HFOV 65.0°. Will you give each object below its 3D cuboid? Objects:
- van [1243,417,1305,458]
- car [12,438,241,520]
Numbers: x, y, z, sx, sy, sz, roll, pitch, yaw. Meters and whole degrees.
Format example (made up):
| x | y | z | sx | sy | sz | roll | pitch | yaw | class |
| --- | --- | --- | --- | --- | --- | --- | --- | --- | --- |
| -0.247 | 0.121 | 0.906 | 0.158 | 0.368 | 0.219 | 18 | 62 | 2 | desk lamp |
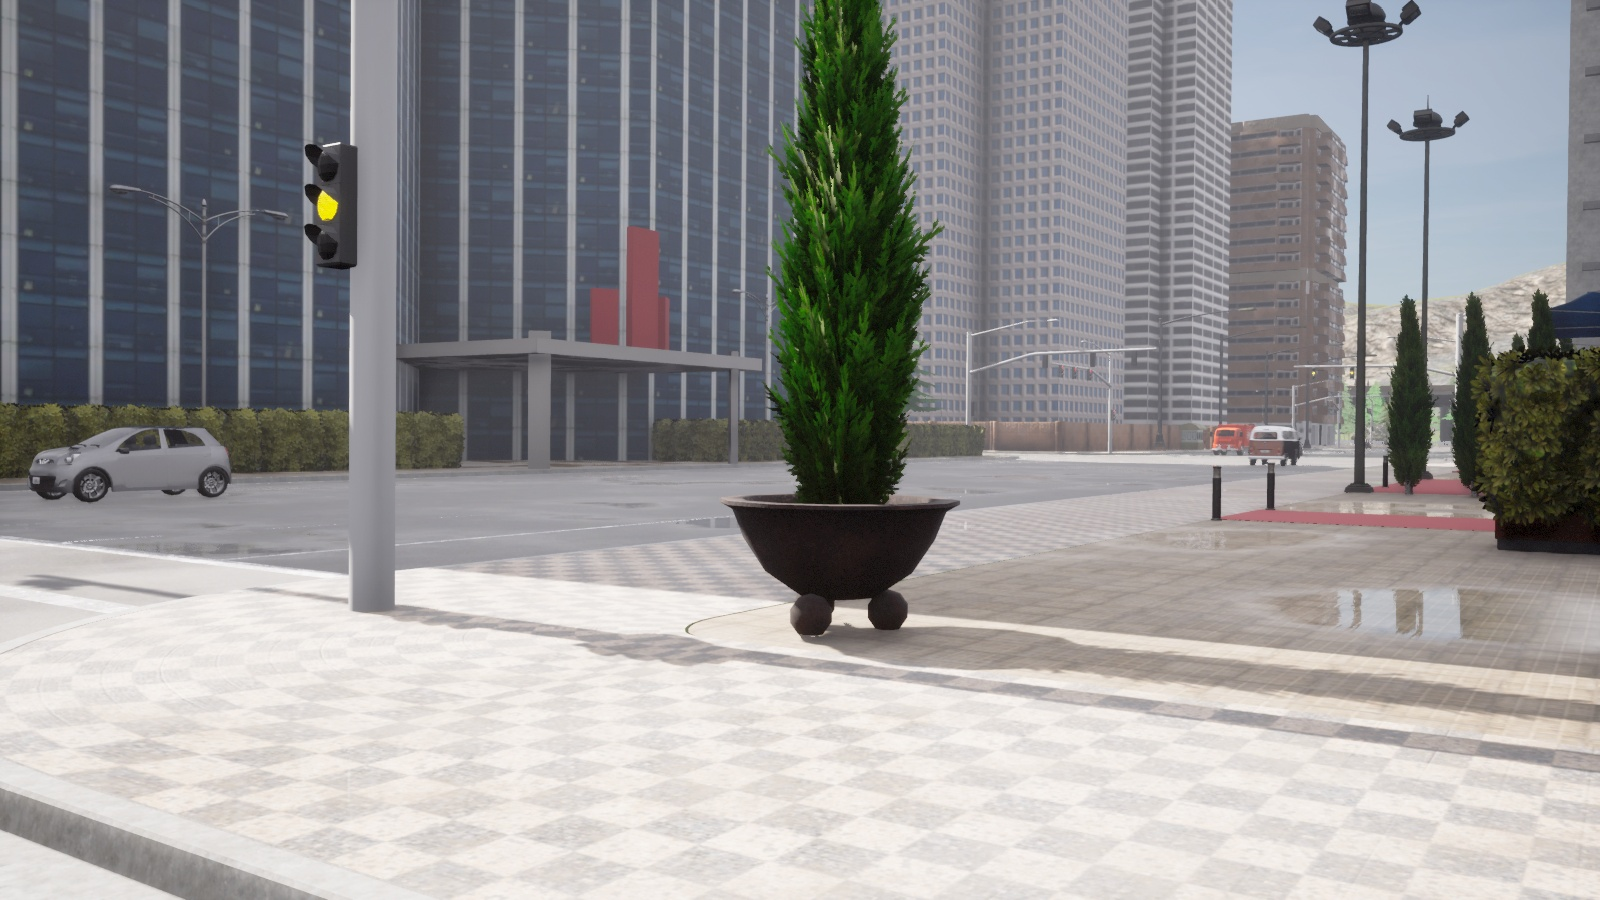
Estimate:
| x | y | z | sx | sy | sz | roll | pitch | yaw | class |
| --- | --- | --- | --- | --- | --- | --- | --- | --- | --- |
| 24.547 | -0.654 | 64.920 | 2.069 | 2.038 | 4.480 | 0 | 1 | 33 | van |
| -13.585 | 0.520 | 25.495 | 1.845 | 1.501 | 3.633 | 0 | 1 | 33 | car |
